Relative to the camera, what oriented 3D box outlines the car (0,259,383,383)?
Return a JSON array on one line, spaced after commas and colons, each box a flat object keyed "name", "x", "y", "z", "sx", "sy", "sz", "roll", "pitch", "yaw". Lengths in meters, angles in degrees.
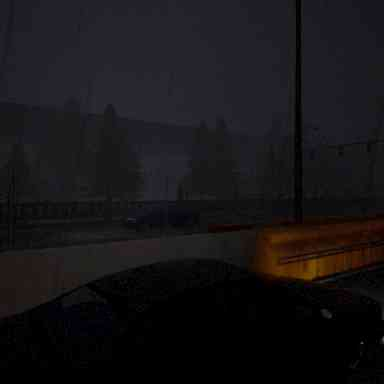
[{"name": "car", "x": 0.109, "y": 1.548, "z": 3.825, "sx": 5.357, "sy": 1.411, "sz": 2.033, "roll": 0, "pitch": 0, "yaw": -35}]
